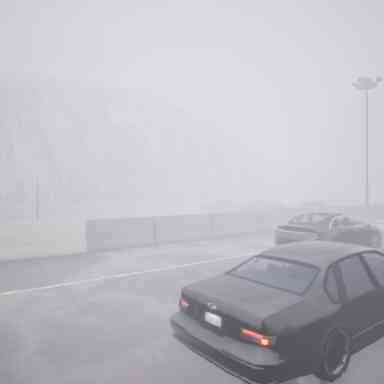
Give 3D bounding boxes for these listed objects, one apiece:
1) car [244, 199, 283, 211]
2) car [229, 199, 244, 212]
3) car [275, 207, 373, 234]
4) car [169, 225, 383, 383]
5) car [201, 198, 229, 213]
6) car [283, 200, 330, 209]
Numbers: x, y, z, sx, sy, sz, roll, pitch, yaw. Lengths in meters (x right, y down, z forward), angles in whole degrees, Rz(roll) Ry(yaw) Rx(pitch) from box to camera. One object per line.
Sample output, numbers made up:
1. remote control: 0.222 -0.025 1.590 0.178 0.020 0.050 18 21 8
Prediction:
1. car: 7.464 1.564 32.096 4.181 1.385 1.994 0 0 -39
2. car: 6.635 1.505 35.919 4.892 1.490 1.837 0 0 -39
3. car: 5.029 1.491 12.028 4.902 1.511 2.128 0 0 -38
4. car: 2.241 1.548 5.449 5.357 1.411 2.033 0 0 -37
5. car: 3.185 1.505 37.639 4.892 1.490 1.837 0 0 -39
6. car: 10.707 1.505 30.212 4.892 1.490 1.837 0 0 -39
